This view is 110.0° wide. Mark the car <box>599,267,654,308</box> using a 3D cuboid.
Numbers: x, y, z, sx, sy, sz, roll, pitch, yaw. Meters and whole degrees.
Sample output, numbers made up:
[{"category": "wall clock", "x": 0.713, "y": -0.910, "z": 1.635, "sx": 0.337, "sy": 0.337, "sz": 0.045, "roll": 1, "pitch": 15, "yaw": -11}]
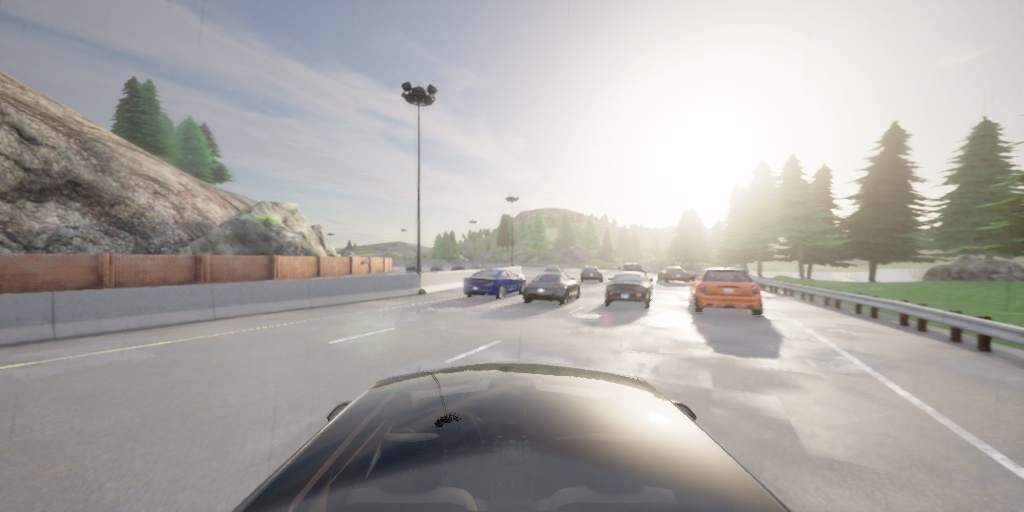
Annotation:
[{"category": "car", "x": 5.367, "y": 1.428, "z": 16.300, "sx": 1.812, "sy": 1.442, "sz": 4.674, "roll": 0, "pitch": 0, "yaw": 23}]

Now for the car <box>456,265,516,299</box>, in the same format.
[{"category": "car", "x": -0.815, "y": 1.422, "z": 19.642, "sx": 1.882, "sy": 1.535, "sz": 5.008, "roll": 0, "pitch": 0, "yaw": 23}]

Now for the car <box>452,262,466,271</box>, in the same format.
[{"category": "car", "x": -8.780, "y": 1.735, "z": 59.271, "sx": 2.097, "sy": 1.767, "sz": 4.553, "roll": 0, "pitch": -1, "yaw": -7}]

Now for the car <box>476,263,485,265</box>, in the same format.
[{"category": "car", "x": -5.340, "y": 1.877, "z": 59.995, "sx": 2.128, "sy": 1.511, "sz": 4.902, "roll": 0, "pitch": -1, "yaw": -6}]

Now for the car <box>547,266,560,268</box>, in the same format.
[{"category": "car", "x": 3.949, "y": 1.662, "z": 34.168, "sx": 1.994, "sy": 1.385, "sz": 4.181, "roll": 0, "pitch": -1, "yaw": 12}]

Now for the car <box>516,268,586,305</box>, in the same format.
[{"category": "car", "x": 2.041, "y": 1.482, "z": 17.411, "sx": 1.994, "sy": 1.385, "sz": 4.181, "roll": 0, "pitch": -1, "yaw": 23}]

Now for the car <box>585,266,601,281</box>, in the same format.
[{"category": "car", "x": 7.340, "y": 1.649, "z": 33.311, "sx": 1.994, "sy": 1.385, "sz": 4.181, "roll": 0, "pitch": -1, "yaw": 12}]

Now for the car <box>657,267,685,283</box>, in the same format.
[{"category": "car", "x": 14.113, "y": 1.623, "z": 31.528, "sx": 1.994, "sy": 1.385, "sz": 4.181, "roll": 0, "pitch": -1, "yaw": 12}]

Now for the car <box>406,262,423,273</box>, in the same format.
[{"category": "car", "x": -15.611, "y": 1.722, "z": 57.393, "sx": 2.097, "sy": 1.767, "sz": 4.553, "roll": 0, "pitch": -1, "yaw": -6}]

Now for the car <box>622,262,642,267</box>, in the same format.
[{"category": "car", "x": 10.717, "y": 1.422, "z": 32.380, "sx": 2.097, "sy": 1.767, "sz": 4.553, "roll": 0, "pitch": -1, "yaw": 12}]

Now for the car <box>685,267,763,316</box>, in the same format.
[{"category": "car", "x": 8.330, "y": 1.229, "z": 14.346, "sx": 2.097, "sy": 1.767, "sz": 4.553, "roll": 0, "pitch": -1, "yaw": 23}]

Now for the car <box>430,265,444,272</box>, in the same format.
[{"category": "car", "x": -12.295, "y": 1.950, "z": 59.263, "sx": 1.994, "sy": 1.385, "sz": 4.181, "roll": 0, "pitch": -1, "yaw": -7}]
